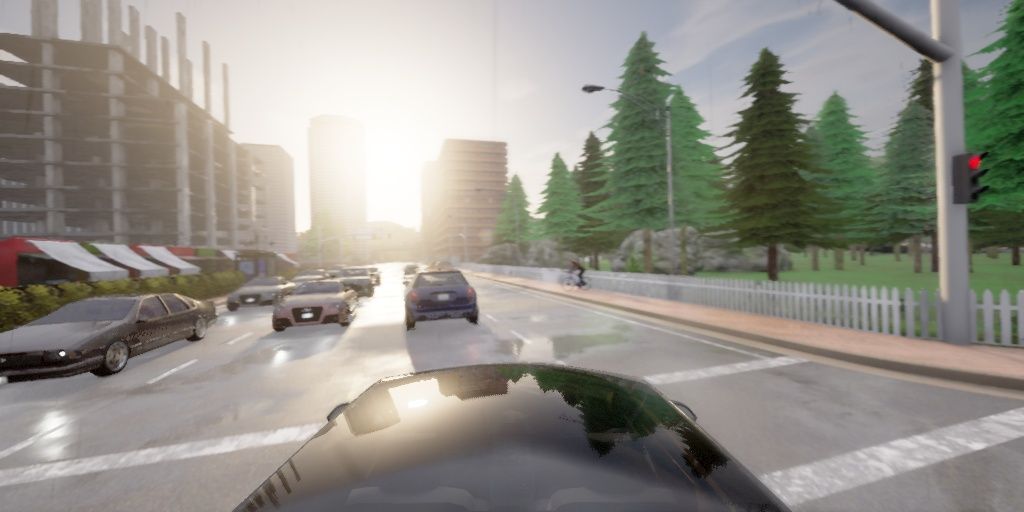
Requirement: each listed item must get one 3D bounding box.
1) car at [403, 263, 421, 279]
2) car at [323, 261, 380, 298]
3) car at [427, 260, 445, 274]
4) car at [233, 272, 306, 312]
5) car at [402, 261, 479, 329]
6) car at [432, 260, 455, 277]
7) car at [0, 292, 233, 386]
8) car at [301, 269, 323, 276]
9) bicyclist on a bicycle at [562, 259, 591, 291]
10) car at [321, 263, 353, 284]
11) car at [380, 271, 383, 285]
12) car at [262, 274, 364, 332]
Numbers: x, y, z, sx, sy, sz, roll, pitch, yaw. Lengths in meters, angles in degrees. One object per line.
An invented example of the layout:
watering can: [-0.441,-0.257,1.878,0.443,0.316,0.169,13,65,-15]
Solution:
car: [-11.372,1.636,40.713,1.837,1.490,4.892,-2,0,-17]
car: [-8.929,1.397,20.316,2.097,1.767,4.553,-2,0,-17]
car: [-10.727,1.462,50.316,2.097,1.767,4.553,-2,0,-17]
car: [-11.537,1.694,16.923,1.994,1.385,4.181,-2,0,-17]
car: [-2.528,1.186,12.043,2.097,1.767,4.553,-2,0,-17]
car: [-7.948,1.370,41.453,2.097,1.767,4.553,-2,0,-17]
car: [-8.835,1.587,8.126,2.033,1.411,5.357,-2,0,-17]
car: [-14.130,1.707,25.363,2.128,1.511,4.902,-2,0,-17]
bicyclist on a bicycle: [3.245,0.950,18.069,1.656,1.620,0.582,-2,0,-17]
car: [-17.231,1.672,35.551,2.097,1.767,4.553,-2,0,-17]
car: [-11.881,1.649,29.968,1.837,1.490,4.892,-2,0,-17]
car: [-6.384,1.524,12.059,1.994,1.385,4.181,-2,0,-17]
